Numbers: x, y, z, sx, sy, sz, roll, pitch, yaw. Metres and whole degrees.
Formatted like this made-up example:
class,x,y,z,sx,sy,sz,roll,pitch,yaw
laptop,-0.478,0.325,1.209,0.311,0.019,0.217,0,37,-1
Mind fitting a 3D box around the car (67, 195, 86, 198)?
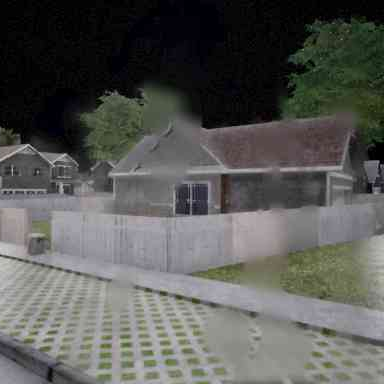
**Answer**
class,x,y,z,sx,sy,sz,roll,pitch,yaw
car,-12.766,1.165,36.194,1.837,1.490,4.892,1,1,34
